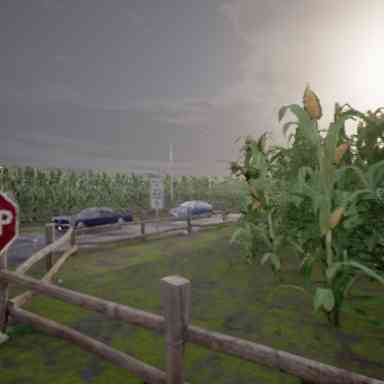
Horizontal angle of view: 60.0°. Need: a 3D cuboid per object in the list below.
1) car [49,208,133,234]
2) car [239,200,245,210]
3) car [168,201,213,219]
[{"bbox_3d":[-5.782,1.607,19.474,1.895,1.301,4.718,0,0,35],"label":"car"},{"bbox_3d":[7.445,1.080,37.998,2.150,2.045,5.566,0,0,36],"label":"car"},{"bbox_3d":[0.012,1.466,27.615,1.812,1.442,4.674,0,0,36],"label":"car"}]
